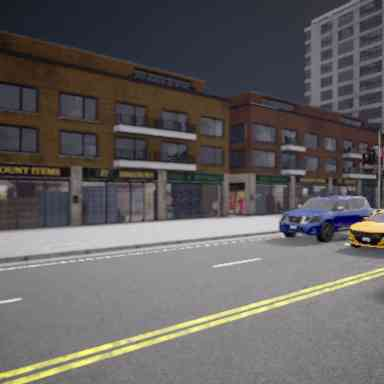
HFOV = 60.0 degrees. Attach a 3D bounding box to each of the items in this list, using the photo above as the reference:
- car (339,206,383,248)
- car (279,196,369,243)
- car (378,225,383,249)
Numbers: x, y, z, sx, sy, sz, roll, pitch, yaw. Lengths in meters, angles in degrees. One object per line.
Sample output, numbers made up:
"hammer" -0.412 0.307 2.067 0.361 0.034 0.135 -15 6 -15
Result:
"car" 8.449 1.476 13.695 5.008 1.535 1.882 0 0 -35
"car" 6.791 1.220 16.505 5.566 2.045 2.150 0 0 -35
"car" 7.227 1.546 8.595 5.357 1.411 2.033 0 0 -35
